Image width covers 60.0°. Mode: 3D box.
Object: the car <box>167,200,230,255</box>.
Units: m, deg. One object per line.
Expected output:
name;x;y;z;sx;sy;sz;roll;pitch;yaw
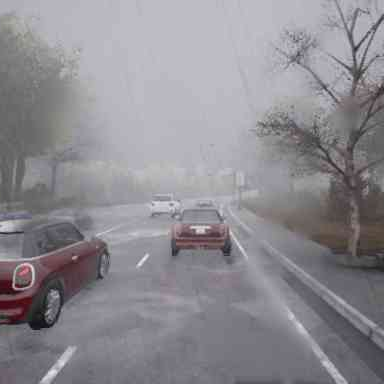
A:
car;0.345;1.358;13.461;2.097;1.767;4.553;0;0;2

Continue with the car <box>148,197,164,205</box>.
car;-6.639;1.624;61.297;1.994;1.385;4.181;0;0;7

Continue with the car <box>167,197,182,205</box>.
car;-3.166;1.636;60.864;1.994;1.385;4.181;0;0;7

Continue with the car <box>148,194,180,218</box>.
car;-2.367;1.234;30.676;2.150;2.045;5.566;0;0;4

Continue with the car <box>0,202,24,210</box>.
car;-10.240;1.353;17.099;2.097;1.767;4.553;0;0;2

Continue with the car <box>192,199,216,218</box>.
car;1.210;1.507;31.595;2.128;1.511;4.902;0;0;4

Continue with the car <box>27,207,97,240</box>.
car;-6.715;1.567;17.757;1.994;1.385;4.181;0;0;2

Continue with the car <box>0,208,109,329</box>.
car;-3.301;1.353;7.113;2.097;1.767;4.553;0;0;1
